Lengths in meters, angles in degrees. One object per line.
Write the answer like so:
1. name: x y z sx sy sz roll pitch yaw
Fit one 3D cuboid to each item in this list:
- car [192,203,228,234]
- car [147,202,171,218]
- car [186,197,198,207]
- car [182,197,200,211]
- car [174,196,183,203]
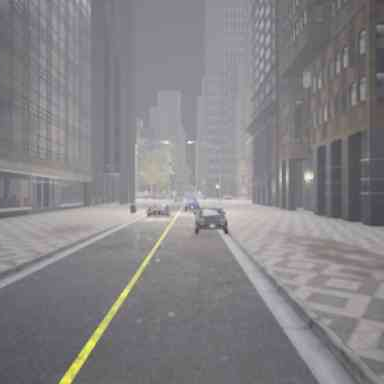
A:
1. car: 1.052 1.580 19.469 1.812 1.442 4.674 0 0 0
2. car: -3.087 1.651 31.515 1.994 1.385 4.181 0 0 0
3. car: 0.007 1.666 57.127 1.837 1.490 4.892 0 0 0
4. car: 0.051 1.644 42.468 1.812 1.442 4.674 0 0 1
5. car: -2.993 1.648 73.677 2.128 1.511 4.902 0 0 0
